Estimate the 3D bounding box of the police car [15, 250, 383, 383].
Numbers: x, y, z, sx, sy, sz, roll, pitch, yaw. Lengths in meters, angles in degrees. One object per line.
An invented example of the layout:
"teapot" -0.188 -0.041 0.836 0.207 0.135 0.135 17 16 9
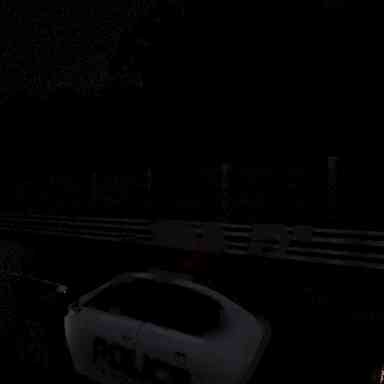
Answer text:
"police car" -0.253 1.538 4.050 4.974 1.542 2.038 -1 -1 35
